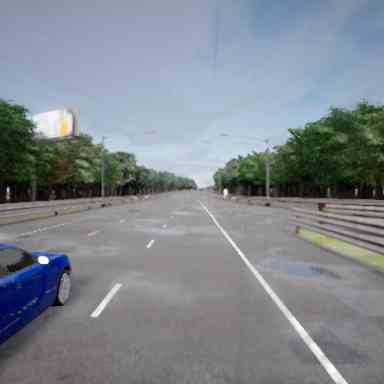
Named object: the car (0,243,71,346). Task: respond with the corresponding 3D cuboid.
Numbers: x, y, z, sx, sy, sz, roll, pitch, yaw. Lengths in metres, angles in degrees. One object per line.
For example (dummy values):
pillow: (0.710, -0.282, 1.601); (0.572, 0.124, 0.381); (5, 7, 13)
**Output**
car: (-3.401, 1.459, 4.871); (1.882, 1.535, 5.008); (0, 0, 0)
